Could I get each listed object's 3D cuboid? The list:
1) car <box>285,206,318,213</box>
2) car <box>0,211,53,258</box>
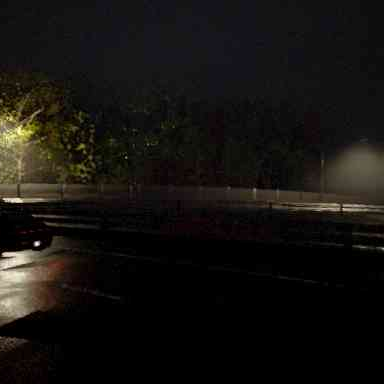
[{"bbox_3d":[14.653,2.067,44.201,4.718,1.301,1.895,3,-1,-25],"label":"car"},{"bbox_3d":[-7.311,1.472,12.291,4.892,1.490,1.837,0,0,29],"label":"car"}]
